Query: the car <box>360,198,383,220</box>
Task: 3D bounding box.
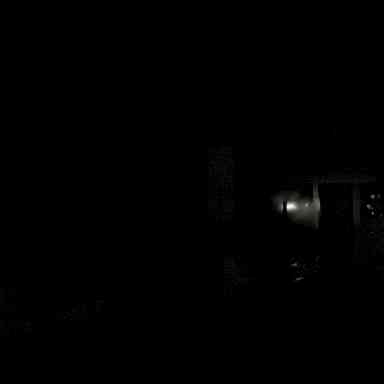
[{"bbox_3d":[11.973,1.054,25.189,2.097,1.767,4.553,-2,0,-35],"label":"car"}]
